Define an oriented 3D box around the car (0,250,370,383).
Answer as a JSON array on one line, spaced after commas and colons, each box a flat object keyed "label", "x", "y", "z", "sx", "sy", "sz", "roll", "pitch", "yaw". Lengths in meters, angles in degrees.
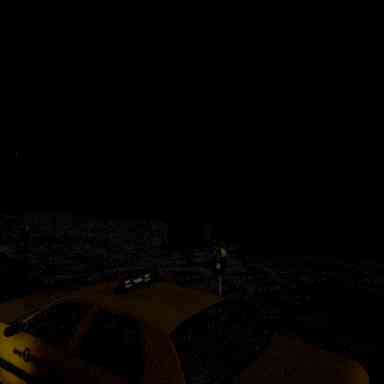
[{"label": "car", "x": -0.785, "y": 1.525, "z": 3.526, "sx": 4.829, "sy": 1.417, "sz": 1.752, "roll": 0, "pitch": 0, "yaw": 36}]
